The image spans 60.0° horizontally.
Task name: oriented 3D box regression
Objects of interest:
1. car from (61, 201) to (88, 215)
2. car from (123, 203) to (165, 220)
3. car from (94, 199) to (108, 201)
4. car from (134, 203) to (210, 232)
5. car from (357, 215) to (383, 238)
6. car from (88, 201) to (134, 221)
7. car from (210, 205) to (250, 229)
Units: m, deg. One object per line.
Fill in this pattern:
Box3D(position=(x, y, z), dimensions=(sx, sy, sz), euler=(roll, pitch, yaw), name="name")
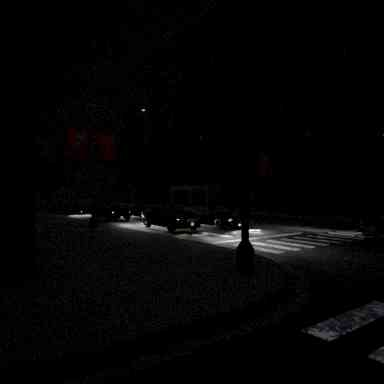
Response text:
Box3D(position=(-13.038, 1.681, 36.832), dimensions=(2.033, 1.411, 5.357), euler=(0, 0, -35), name="car")
Box3D(position=(-4.465, 1.701, 30.455), dimensions=(1.895, 1.301, 4.718), euler=(0, 0, -36), name="car")
Box3D(position=(-10.537, 1.632, 38.921), dimensions=(2.128, 1.511, 4.902), euler=(0, 0, -36), name="car")
Box3D(position=(-1.410, 1.548, 20.646), dimensions=(2.128, 1.511, 4.902), euler=(0, 0, -36), name="car")
Box3D(position=(10.421, 1.512, 15.675), dimensions=(2.128, 1.511, 4.902), euler=(0, 0, -36), name="car")
Box3D(position=(-6.857, 1.693, 28.221), dimensions=(1.895, 1.301, 4.718), euler=(0, 0, -36), name="car")
Box3D(position=(1.430, 1.609, 22.323), dimensions=(2.033, 1.411, 5.357), euler=(0, 0, -33), name="car")
